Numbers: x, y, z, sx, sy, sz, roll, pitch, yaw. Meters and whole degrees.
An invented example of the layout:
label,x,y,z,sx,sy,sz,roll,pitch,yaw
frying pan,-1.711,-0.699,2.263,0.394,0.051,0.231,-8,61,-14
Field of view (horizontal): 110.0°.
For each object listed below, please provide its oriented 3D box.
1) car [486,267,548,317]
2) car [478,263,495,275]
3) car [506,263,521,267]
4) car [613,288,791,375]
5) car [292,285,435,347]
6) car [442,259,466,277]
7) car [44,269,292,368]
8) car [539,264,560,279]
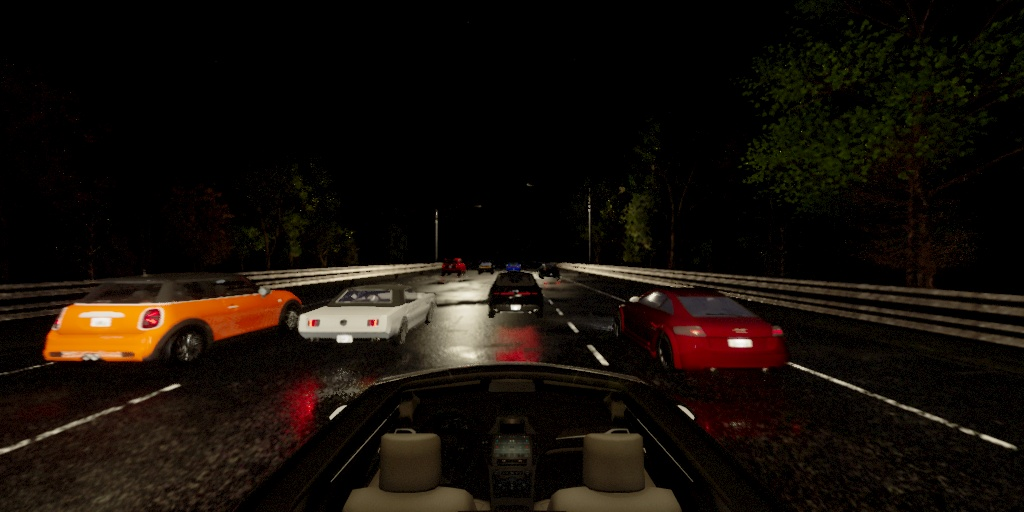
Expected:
label,x,y,z,sx,sy,sz,roll,pitch,yaw
car,0.125,1.352,13.599,1.837,1.490,4.892,0,0,0
car,-3.287,1.635,46.053,2.128,1.511,4.902,0,-1,0
car,0.222,1.655,49.639,1.882,1.535,5.008,0,-1,0
car,3.612,1.362,7.672,1.994,1.385,4.181,0,0,0
car,-3.389,1.412,9.525,1.895,1.301,4.718,0,0,0
car,-6.800,1.332,42.340,2.150,2.045,5.566,0,0,0
car,-6.897,1.151,8.151,2.097,1.767,4.553,0,-1,0
car,3.686,1.543,36.159,2.128,1.511,4.902,0,0,0
